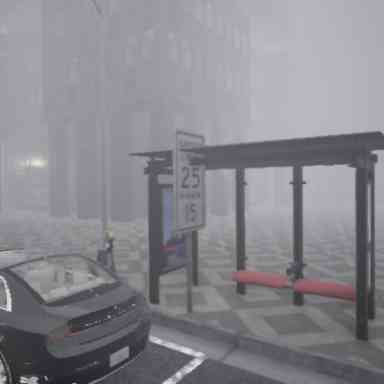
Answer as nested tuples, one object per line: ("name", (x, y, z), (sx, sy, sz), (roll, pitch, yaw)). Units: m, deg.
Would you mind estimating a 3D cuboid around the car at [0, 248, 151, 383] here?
("car", (-2.568, 1.496, 4.753), (4.403, 1.369, 2.008), (0, 1, 34))
